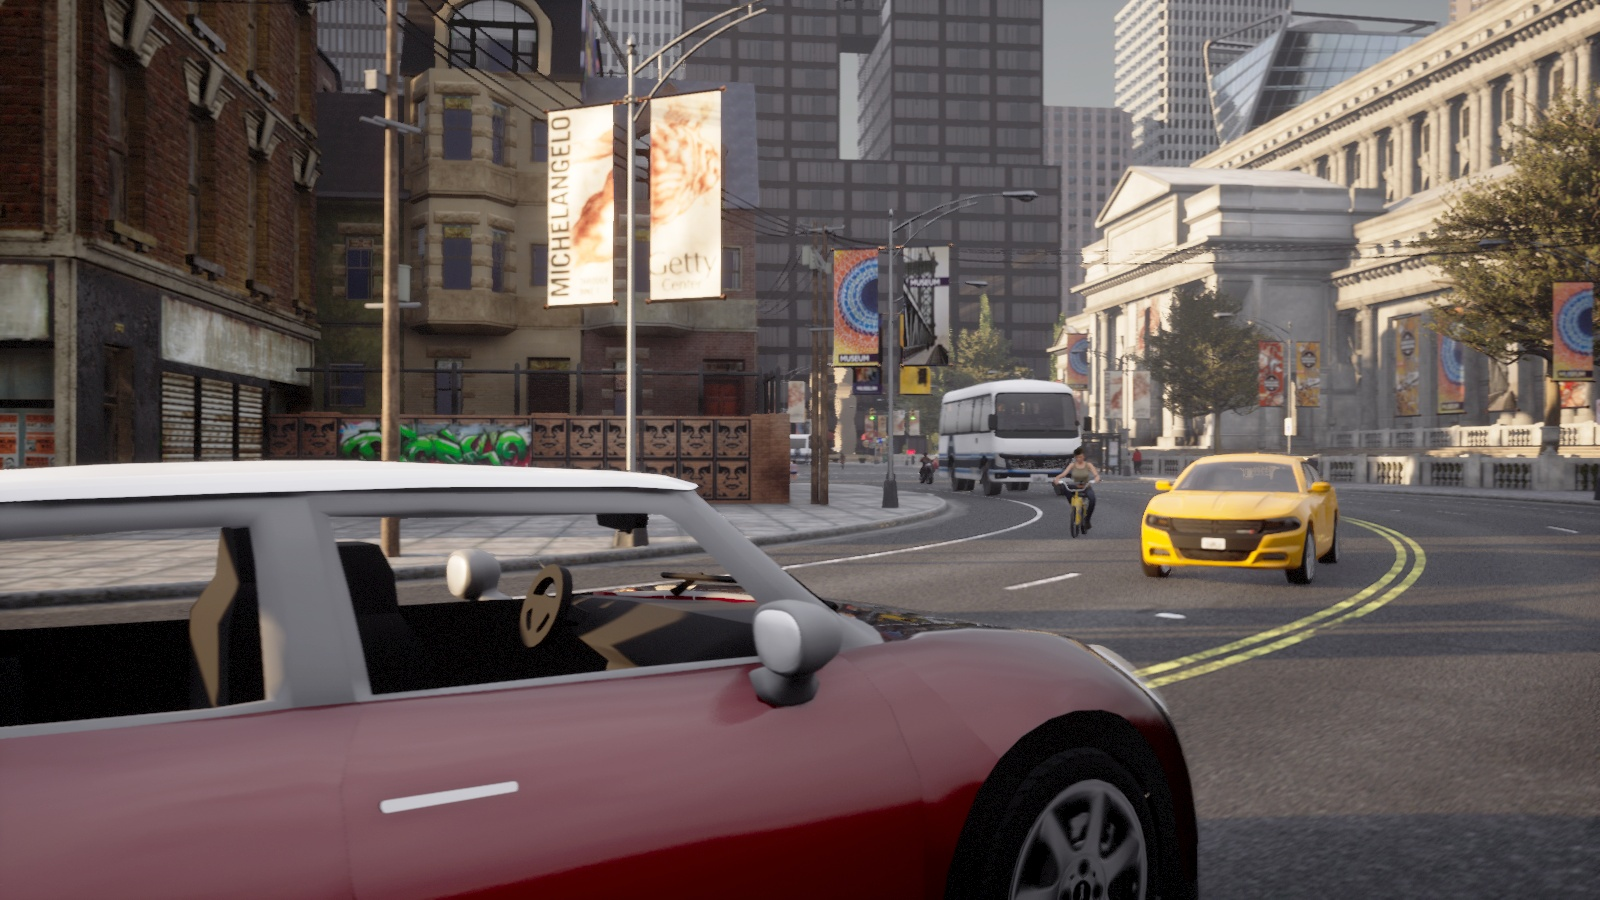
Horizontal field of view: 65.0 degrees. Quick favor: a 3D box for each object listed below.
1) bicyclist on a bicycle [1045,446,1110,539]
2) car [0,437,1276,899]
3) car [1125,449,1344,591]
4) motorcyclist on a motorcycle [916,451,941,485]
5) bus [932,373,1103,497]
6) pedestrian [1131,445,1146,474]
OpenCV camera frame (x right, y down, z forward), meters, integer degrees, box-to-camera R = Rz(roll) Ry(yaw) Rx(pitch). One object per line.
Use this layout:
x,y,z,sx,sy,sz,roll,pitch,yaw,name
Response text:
5.001,0.742,22.552,0.866,1.612,1.509,-1,0,23,bicyclist on a bicycle
-0.760,0.723,3.231,3.806,1.475,1.970,0,0,-37,car
5.751,0.760,16.169,1.882,1.535,5.008,0,0,28,car
6.381,0.883,62.574,0.766,1.649,2.350,0,0,-6,motorcyclist on a motorcycle
7.998,-0.495,48.171,3.944,4.253,10.273,0,0,-5,bus
22.186,0.612,82.271,0.634,1.844,0.899,0,0,-12,pedestrian
